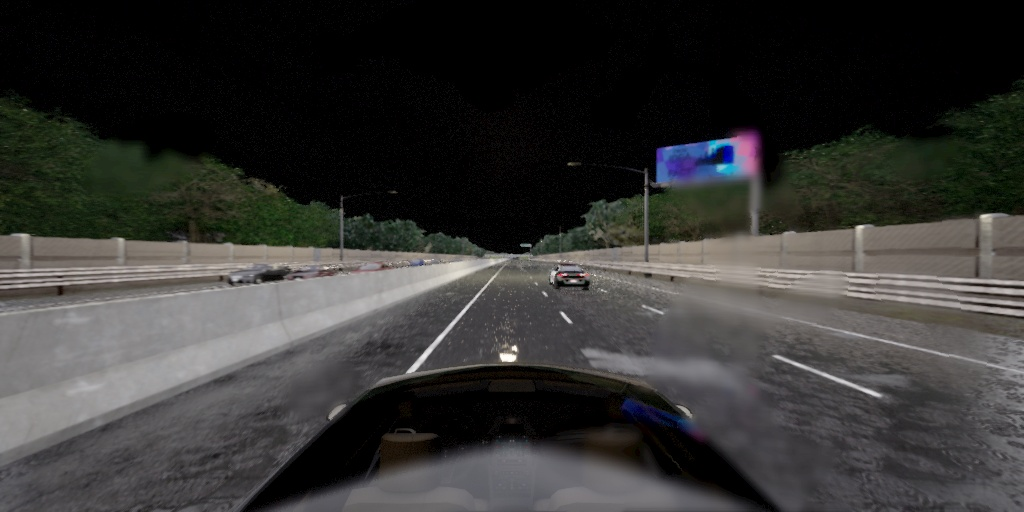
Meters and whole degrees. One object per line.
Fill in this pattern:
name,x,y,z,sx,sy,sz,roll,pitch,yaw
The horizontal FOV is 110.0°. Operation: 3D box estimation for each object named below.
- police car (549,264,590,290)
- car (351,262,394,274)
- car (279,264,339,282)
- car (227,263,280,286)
police car,3.507,1.271,22.746,2.038,1.542,4.974,0,0,0
car,-10.567,1.250,27.490,1.882,1.535,5.008,0,0,0
car,-14.074,1.336,25.547,1.994,1.385,4.181,0,0,0
car,-17.574,1.264,25.253,2.128,1.511,4.902,0,0,0
